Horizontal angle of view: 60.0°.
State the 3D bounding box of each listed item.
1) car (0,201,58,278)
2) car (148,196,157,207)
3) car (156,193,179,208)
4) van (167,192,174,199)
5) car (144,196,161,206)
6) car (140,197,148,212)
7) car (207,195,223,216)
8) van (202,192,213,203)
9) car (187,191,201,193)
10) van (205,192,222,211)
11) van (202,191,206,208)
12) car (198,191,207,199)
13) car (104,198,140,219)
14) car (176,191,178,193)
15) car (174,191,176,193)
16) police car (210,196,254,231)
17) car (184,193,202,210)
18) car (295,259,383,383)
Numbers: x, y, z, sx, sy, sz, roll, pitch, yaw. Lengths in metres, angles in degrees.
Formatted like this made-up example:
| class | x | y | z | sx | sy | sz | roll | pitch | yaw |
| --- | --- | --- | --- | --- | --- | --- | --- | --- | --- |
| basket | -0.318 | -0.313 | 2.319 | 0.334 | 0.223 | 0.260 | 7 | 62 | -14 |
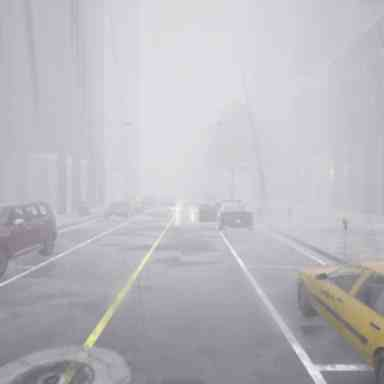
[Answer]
| class | x | y | z | sx | sy | sz | roll | pitch | yaw |
| --- | --- | --- | --- | --- | --- | --- | --- | --- | --- |
| car | -5.762 | 1.247 | 9.939 | 2.192 | 1.841 | 5.009 | 0 | 0 | 0 |
| car | -5.757 | 1.280 | 43.653 | 1.947 | 1.339 | 4.313 | 0 | 0 | 0 |
| car | -3.083 | 1.262 | 43.684 | 2.033 | 1.411 | 5.357 | 0 | 0 | 0 |
| van | -5.751 | 0.787 | 88.601 | 1.690 | 1.788 | 3.998 | 0 | 0 | 0 |
| car | -5.756 | 1.245 | 49.272 | 1.947 | 1.339 | 4.313 | 0 | 0 | 0 |
| car | -5.759 | 1.312 | 32.245 | 1.752 | 1.417 | 4.829 | 0 | 0 | 0 |
| car | 2.766 | 1.329 | 32.423 | 1.887 | 1.381 | 4.507 | 0 | 0 | 0 |
| van | 2.770 | 0.951 | 60.513 | 1.690 | 1.788 | 3.998 | 0 | 0 | 0 |
| car | 0.009 | 0.843 | 58.656 | 2.150 | 2.045 | 5.566 | 0 | 0 | 0 |
| van | 2.767 | 1.090 | 38.040 | 1.690 | 1.788 | 3.998 | 0 | 0 | 0 |
| van | 2.768 | 1.020 | 49.276 | 1.690 | 1.788 | 3.998 | 0 | 0 | 0 |
| car | 2.774 | 0.760 | 88.604 | 2.192 | 1.841 | 5.009 | 0 | 0 | 0 |
| car | -5.759 | 1.387 | 26.797 | 1.947 | 1.339 | 4.313 | 0 | 0 | 0 |
| car | -5.750 | 0.958 | 94.221 | 1.887 | 1.381 | 4.507 | 0 | 0 | 0 |
| car | -5.752 | 1.029 | 82.984 | 2.008 | 1.369 | 4.403 | 0 | 0 | 0 |
| police car | 2.369 | 1.291 | 19.731 | 1.930 | 1.638 | 5.238 | 0 | 0 | 0 |
| car | 0.071 | 1.233 | 44.718 | 1.812 | 1.442 | 4.674 | 0 | 0 | 0 |
| car | 2.763 | 1.493 | 4.502 | 1.752 | 1.417 | 4.829 | 0 | 0 | 0 |
